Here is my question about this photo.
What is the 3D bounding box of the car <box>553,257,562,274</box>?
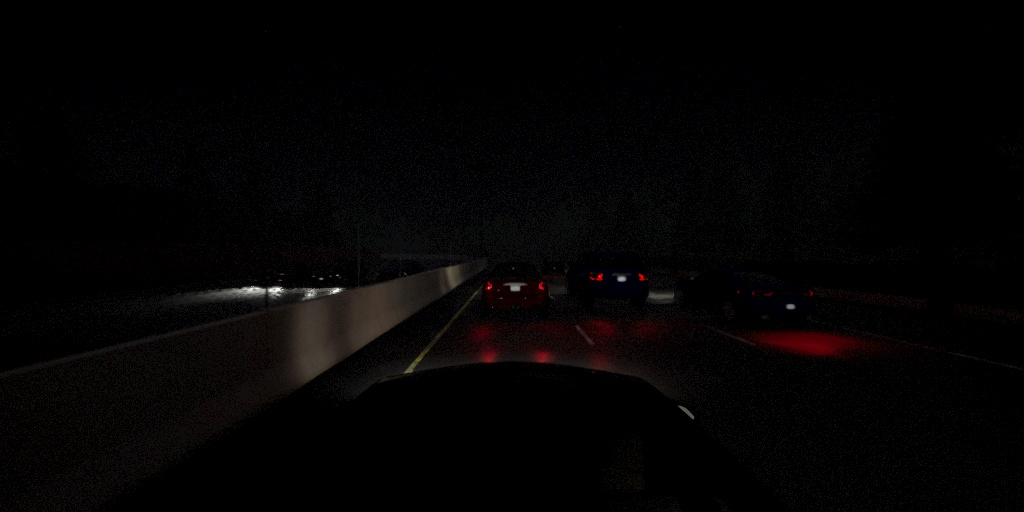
[{"bbox_3d":[3.600,0.839,32.697,1.882,1.535,5.008,0,1,0],"label":"car"}]

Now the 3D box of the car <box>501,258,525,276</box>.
[{"bbox_3d":[0.099,0.937,31.757,1.994,1.385,4.181,0,1,0],"label":"car"}]

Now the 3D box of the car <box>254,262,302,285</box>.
[{"bbox_3d":[-14.099,1.051,22.682,1.994,1.385,4.181,0,1,0],"label":"car"}]

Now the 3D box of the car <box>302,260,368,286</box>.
[{"bbox_3d":[-10.599,0.996,22.354,1.837,1.490,4.892,0,1,0],"label":"car"}]

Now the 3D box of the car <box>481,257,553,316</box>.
[{"bbox_3d":[0.099,0.961,12.846,2.097,1.767,4.553,0,1,0],"label":"car"}]

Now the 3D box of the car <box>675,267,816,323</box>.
[{"bbox_3d":[7.100,1.104,11.608,1.882,1.535,5.008,0,1,0],"label":"car"}]

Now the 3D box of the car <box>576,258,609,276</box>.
[{"bbox_3d":[7.099,0.935,31.968,1.994,1.385,4.181,0,1,0],"label":"car"}]

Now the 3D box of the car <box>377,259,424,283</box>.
[{"bbox_3d":[-7.099,0.957,23.250,1.882,1.535,5.008,0,1,0],"label":"car"}]

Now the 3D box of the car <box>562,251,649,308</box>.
[{"bbox_3d":[3.599,0.812,14.435,2.150,2.045,5.566,0,1,0],"label":"car"}]
